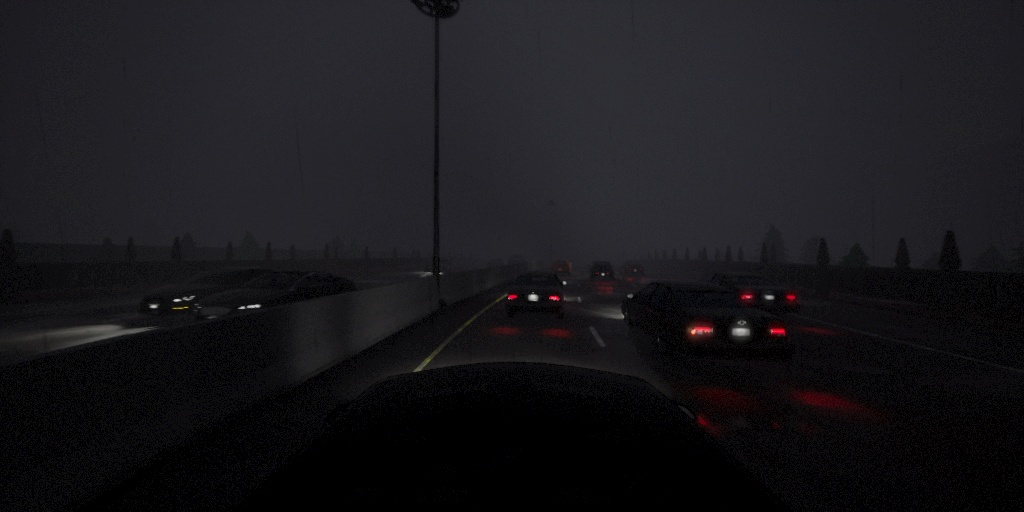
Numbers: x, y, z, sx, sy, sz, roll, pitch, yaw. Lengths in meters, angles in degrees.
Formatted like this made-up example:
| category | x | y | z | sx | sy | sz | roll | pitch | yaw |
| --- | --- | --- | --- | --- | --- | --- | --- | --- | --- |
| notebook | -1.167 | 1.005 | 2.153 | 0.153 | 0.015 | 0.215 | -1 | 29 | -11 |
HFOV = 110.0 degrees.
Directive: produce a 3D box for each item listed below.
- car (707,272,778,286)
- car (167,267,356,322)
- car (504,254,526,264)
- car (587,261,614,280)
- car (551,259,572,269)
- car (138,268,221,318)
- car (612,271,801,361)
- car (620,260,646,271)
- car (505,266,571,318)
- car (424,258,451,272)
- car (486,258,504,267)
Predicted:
| category | x | y | z | sx | sy | sz | roll | pitch | yaw |
| --- | --- | --- | --- | --- | --- | --- | --- | --- | --- |
| car | 8.040 | 1.274 | 13.160 | 2.033 | 1.411 | 5.357 | 0 | 0 | 8 |
| car | -6.503 | 1.169 | 10.510 | 2.128 | 1.511 | 4.902 | 0 | 0 | 6 |
| car | 0.777 | 0.717 | 53.136 | 2.150 | 2.045 | 5.566 | 0 | 0 | 11 |
| car | 7.403 | 1.144 | 29.875 | 1.837 | 1.490 | 4.892 | 0 | 0 | 10 |
| car | 4.926 | 1.076 | 35.866 | 1.882 | 1.535 | 5.008 | 0 | 0 | 10 |
| car | -9.813 | 1.158 | 12.490 | 1.837 | 1.490 | 4.892 | 0 | 0 | 6 |
| car | 3.970 | 1.281 | 8.371 | 2.033 | 1.411 | 5.357 | 0 | 0 | 5 |
| car | 12.082 | 1.153 | 36.179 | 1.812 | 1.442 | 4.674 | 0 | 0 | 10 |
| car | 0.942 | 1.245 | 12.835 | 2.033 | 1.411 | 5.357 | 0 | 0 | 8 |
| car | -8.494 | 1.018 | 41.371 | 1.837 | 1.490 | 4.892 | 0 | 0 | 10 |
| car | -2.466 | 1.018 | 54.857 | 2.033 | 1.411 | 5.357 | 0 | 0 | 11 |
